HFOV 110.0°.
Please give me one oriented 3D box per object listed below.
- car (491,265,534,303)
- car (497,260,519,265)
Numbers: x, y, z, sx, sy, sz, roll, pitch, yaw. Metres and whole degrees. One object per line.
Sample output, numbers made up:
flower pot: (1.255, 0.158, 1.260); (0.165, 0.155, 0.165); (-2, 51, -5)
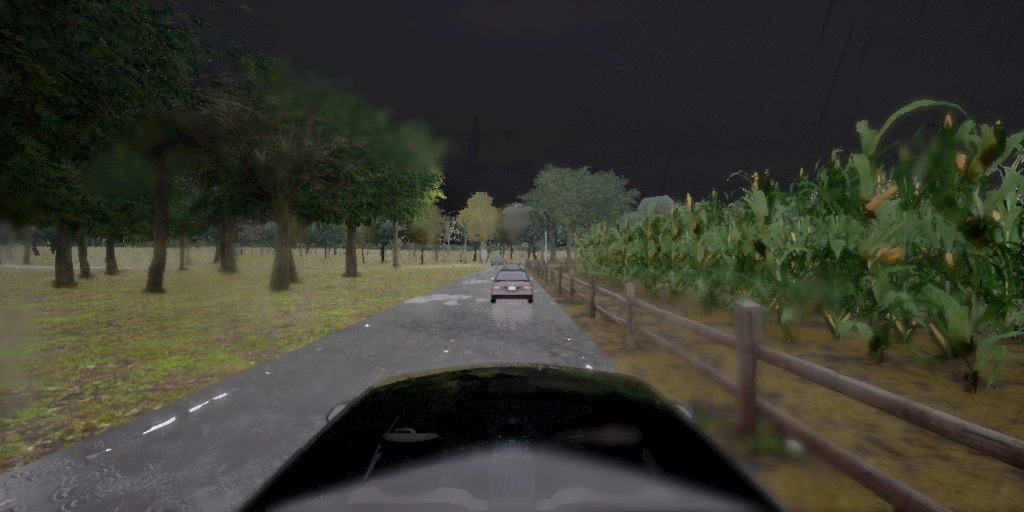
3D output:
car: (0.000, 1.304, 16.500); (2.033, 1.411, 5.357); (0, 0, 0)
car: (0.000, 1.295, 31.500); (1.994, 1.385, 4.181); (0, 0, 0)
